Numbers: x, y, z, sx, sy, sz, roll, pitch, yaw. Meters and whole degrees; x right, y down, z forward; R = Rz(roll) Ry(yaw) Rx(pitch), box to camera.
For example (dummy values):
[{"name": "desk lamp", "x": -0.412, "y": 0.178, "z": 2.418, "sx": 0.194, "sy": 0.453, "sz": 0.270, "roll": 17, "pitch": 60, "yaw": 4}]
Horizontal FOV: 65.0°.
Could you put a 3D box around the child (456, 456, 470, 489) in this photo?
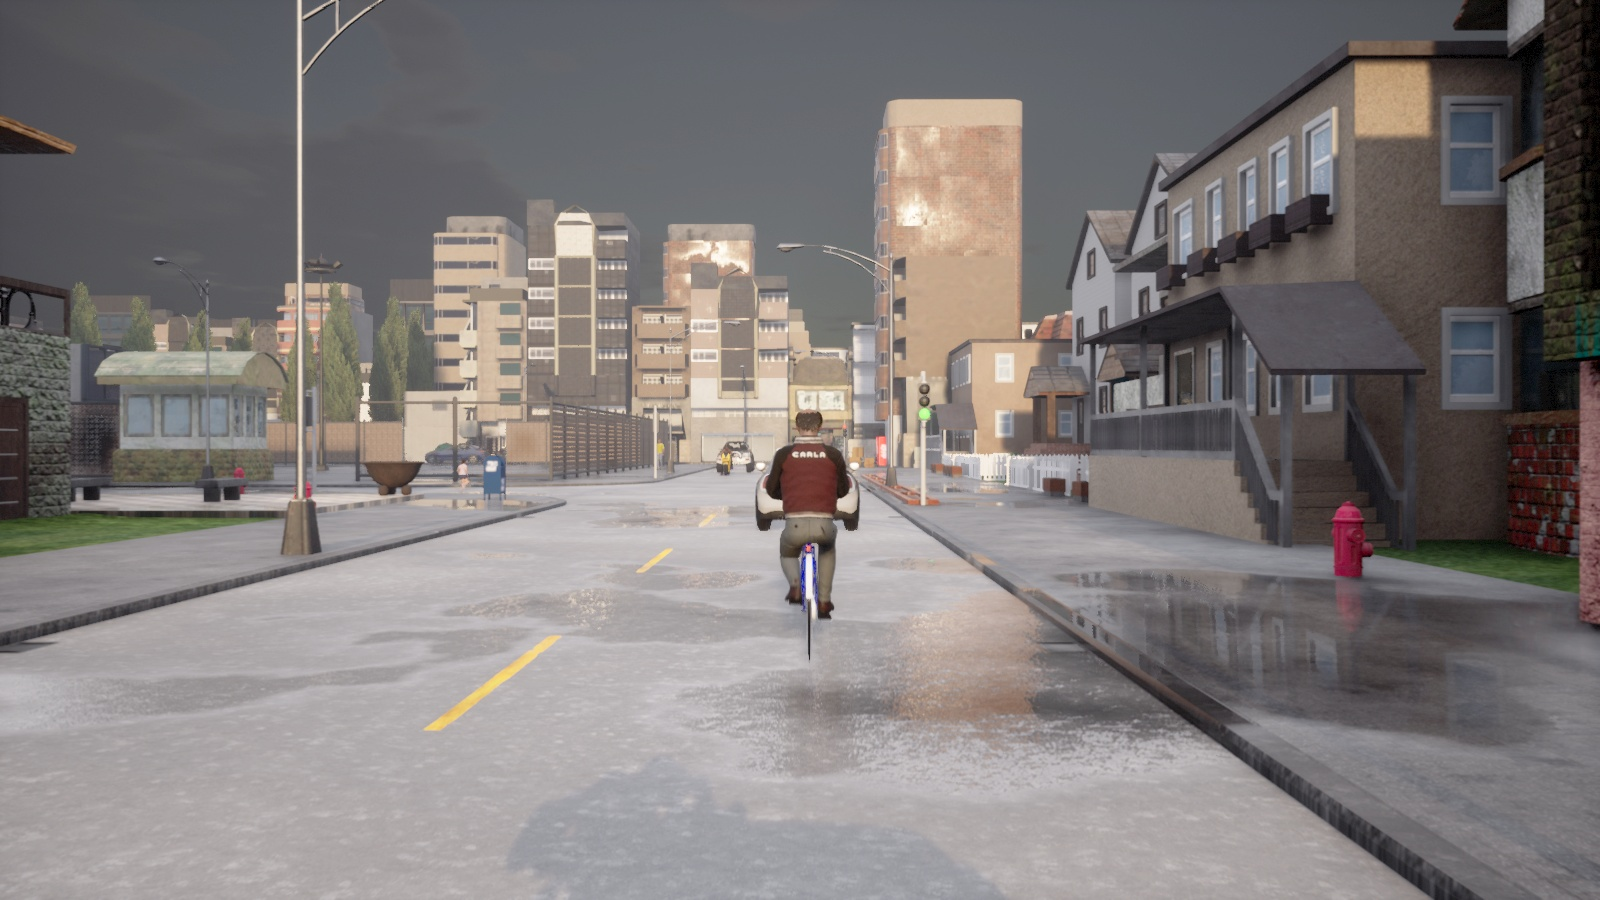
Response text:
[{"name": "child", "x": -11.314, "y": 0.760, "z": 42.166, "sx": 0.255, "sy": 1.110, "sz": 0.394, "roll": 0, "pitch": 0, "yaw": 19}]

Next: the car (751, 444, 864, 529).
[{"name": "car", "x": 0.141, "y": 0.630, "z": 23.725, "sx": 1.970, "sy": 1.475, "sz": 3.806, "roll": 0, "pitch": 0, "yaw": 0}]

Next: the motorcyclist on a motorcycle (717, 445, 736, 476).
[{"name": "motorcyclist on a motorcycle", "x": -3.633, "y": 0.509, "z": 62.397, "sx": 0.797, "sy": 1.523, "sz": 2.044, "roll": 0, "pitch": 0, "yaw": 2}]

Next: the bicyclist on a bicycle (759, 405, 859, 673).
[{"name": "bicyclist on a bicycle", "x": 0.065, "y": 0.585, "z": 9.249, "sx": 0.659, "sy": 1.776, "sz": 1.843, "roll": 0, "pitch": 0, "yaw": 0}]

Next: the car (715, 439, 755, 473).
[{"name": "car", "x": -3.607, "y": 0.315, "z": 70.452, "sx": 1.932, "sy": 1.855, "sz": 4.605, "roll": 0, "pitch": 0, "yaw": 1}]
